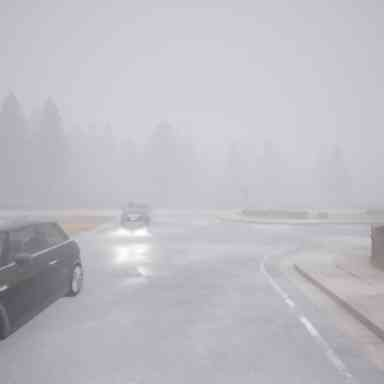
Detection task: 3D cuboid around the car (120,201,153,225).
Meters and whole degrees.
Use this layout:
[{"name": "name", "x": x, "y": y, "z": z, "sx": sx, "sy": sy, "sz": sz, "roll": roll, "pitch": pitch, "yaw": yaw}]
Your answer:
[{"name": "car", "x": -3.766, "y": 1.417, "z": 23.198, "sx": 2.128, "sy": 1.511, "sz": 4.902, "roll": 1, "pitch": 0, "yaw": -3}]

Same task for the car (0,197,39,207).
[{"name": "car", "x": -19.444, "y": 1.297, "z": 36.286, "sx": 4.902, "sy": 1.511, "sz": 2.128, "roll": 1, "pitch": 0, "yaw": -18}]

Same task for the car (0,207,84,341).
[{"name": "car", "x": -3.487, "y": 1.298, "z": 5.434, "sx": 2.097, "sy": 1.767, "sz": 4.553, "roll": 1, "pitch": 0, "yaw": 2}]
